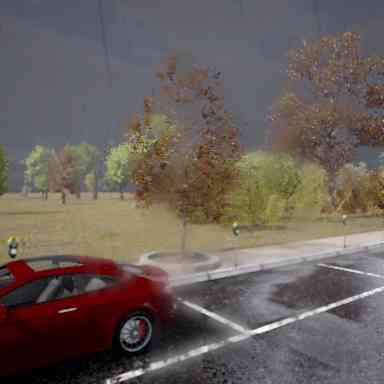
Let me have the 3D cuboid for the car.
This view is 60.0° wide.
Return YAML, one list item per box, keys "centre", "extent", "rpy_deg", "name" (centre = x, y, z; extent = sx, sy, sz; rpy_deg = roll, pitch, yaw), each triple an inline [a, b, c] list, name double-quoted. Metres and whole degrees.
- centre: [-2.169, 1.585, 4.542]
  extent: [4.206, 1.307, 1.802]
  rpy_deg: [0, 1, -35]
  name: "car"
